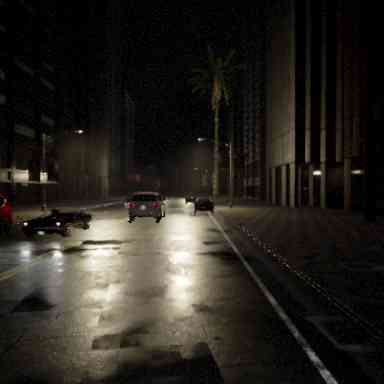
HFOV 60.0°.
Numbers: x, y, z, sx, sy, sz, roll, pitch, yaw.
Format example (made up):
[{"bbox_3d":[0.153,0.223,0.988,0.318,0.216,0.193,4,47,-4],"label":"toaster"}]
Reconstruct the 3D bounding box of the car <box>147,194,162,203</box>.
[{"bbox_3d":[-6.544,1.050,58.456,2.128,1.511,4.902,0,0,1],"label":"car"}]

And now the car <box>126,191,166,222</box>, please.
[{"bbox_3d":[-3.152,1.030,24.103,2.150,2.045,5.566,0,1,0],"label":"car"}]

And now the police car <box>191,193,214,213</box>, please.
[{"bbox_3d":[1.135,1.166,32.819,1.930,1.638,5.238,0,0,0],"label":"police car"}]

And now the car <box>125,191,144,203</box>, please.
[{"bbox_3d":[-9.796,0.784,56.839,2.150,2.045,5.566,0,1,1],"label":"car"}]

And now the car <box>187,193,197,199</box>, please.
[{"bbox_3d":[-0.006,0.852,75.480,2.033,1.411,5.357,0,0,0],"label":"car"}]

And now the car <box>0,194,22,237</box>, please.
[{"bbox_3d":[-9.851,1.106,14.116,2.150,2.045,5.566,0,0,0],"label":"car"}]

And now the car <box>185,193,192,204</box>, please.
[{"bbox_3d":[-0.002,0.961,51.080,2.097,1.767,4.553,0,0,0],"label":"car"}]

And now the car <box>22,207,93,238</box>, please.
[{"bbox_3d":[-6.601,1.464,16.774,1.895,1.301,4.718,0,0,0],"label":"car"}]
